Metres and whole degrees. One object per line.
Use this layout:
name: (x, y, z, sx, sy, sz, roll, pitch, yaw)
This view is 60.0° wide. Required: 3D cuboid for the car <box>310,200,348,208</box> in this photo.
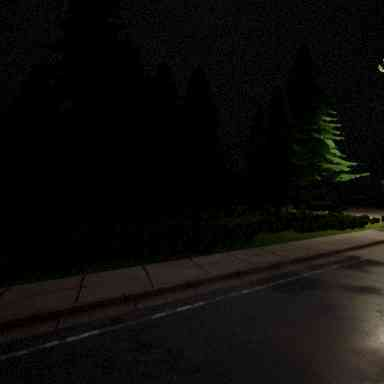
car: (13.558, 1.571, 35.065, 2.033, 1.411, 5.357, 0, 0, -38)
